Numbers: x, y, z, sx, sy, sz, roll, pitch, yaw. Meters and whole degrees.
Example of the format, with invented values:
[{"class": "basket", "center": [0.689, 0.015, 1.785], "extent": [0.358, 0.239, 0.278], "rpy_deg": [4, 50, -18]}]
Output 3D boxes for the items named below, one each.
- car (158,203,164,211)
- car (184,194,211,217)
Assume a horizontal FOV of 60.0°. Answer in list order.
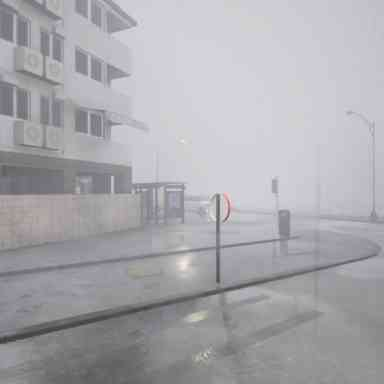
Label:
[{"class": "car", "center": [-5.126, 1.526, 39.776], "extent": [1.812, 1.442, 4.674], "rpy_deg": [0, 0, -35]}, {"class": "car", "center": [0.652, 1.221, 31.642], "extent": [2.150, 2.045, 5.566], "rpy_deg": [0, 0, -35]}]
